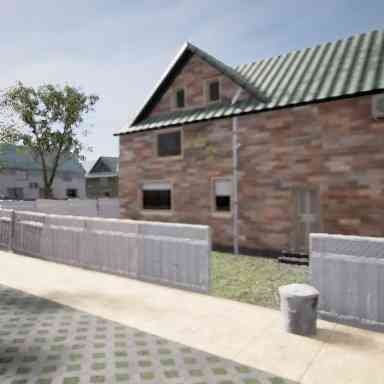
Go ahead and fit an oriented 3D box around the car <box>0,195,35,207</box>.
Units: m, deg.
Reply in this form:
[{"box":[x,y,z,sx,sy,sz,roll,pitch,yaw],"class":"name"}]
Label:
[{"box":[-13.101,1.232,23.102,2.150,2.045,5.566,-1,-1,35],"class":"car"}]
